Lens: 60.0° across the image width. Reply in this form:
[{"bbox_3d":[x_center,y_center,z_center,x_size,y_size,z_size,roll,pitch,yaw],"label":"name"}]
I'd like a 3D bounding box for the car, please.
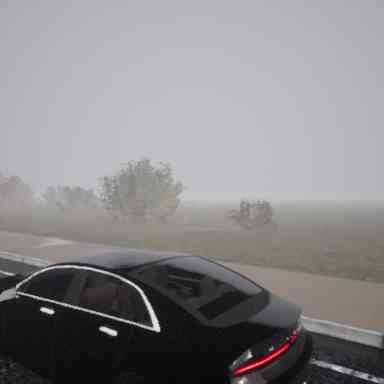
[{"bbox_3d":[-1.036,1.504,4.300,4.892,1.490,1.837,0,0,35],"label":"car"}]
